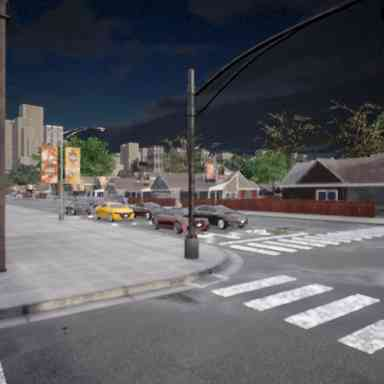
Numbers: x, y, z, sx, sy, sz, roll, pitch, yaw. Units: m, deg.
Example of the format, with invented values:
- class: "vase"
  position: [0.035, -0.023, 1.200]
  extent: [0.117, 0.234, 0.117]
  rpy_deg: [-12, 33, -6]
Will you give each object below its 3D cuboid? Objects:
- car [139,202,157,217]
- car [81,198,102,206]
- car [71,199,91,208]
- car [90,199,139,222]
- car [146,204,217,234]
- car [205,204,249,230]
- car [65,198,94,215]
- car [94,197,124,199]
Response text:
- class: "car"
  position: [-3.911, 1.659, 30.109]
  extent: [1.837, 1.490, 4.892]
  rpy_deg: [0, 0, -36]
- class: "car"
  position: [-19.010, 1.902, 62.695]
  extent: [2.033, 1.411, 5.357]
  rpy_deg: [0, 0, -35]
- class: "car"
  position: [-19.323, 1.882, 57.681]
  extent: [2.033, 1.411, 5.357]
  rpy_deg: [0, 0, -34]
- class: "car"
  position: [-6.704, 1.635, 28.447]
  extent: [1.882, 1.535, 5.008]
  rpy_deg: [0, 0, -35]
- class: "car"
  position: [-0.754, 1.657, 20.069]
  extent: [1.994, 1.385, 4.181]
  rpy_deg: [0, 0, -35]
- class: "car"
  position: [1.668, 1.599, 22.272]
  extent: [1.837, 1.490, 4.892]
  rpy_deg: [0, 0, -35]
- class: "car"
  position: [-12.703, 1.725, 36.874]
  extent: [1.837, 1.490, 4.892]
  rpy_deg: [0, 0, -35]
- class: "car"
  position: [-9.890, 1.694, 38.525]
  extent: [1.882, 1.535, 5.008]
  rpy_deg: [0, 0, -35]
